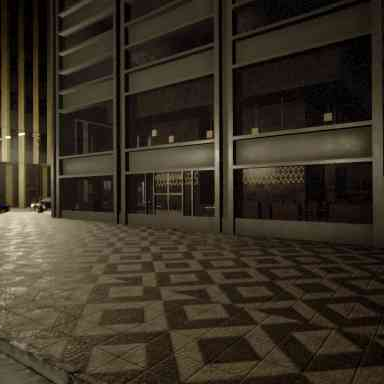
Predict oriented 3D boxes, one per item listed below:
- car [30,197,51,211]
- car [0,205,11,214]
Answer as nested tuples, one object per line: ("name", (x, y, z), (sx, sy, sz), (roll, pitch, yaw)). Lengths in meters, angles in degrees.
("car", (-16.002, 1.343, 38.249), (2.128, 1.511, 4.902), (0, 0, 36))
("car", (-18.575, 1.469, 29.130), (1.895, 1.301, 4.718), (0, 0, 35))
